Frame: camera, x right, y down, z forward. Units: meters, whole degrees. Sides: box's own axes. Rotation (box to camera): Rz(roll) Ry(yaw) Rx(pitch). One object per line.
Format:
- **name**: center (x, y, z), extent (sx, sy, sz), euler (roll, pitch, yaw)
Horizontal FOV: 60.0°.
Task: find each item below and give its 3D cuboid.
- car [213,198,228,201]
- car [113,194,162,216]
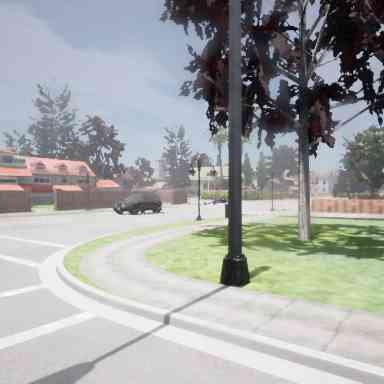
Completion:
- **car**: center (3.356, 1.140, 46.197), extent (2.128, 1.511, 4.902), euler (0, 0, 34)
- **car**: center (-5.326, 1.221, 33.499), extent (2.150, 2.045, 5.566), euler (0, 0, 34)
